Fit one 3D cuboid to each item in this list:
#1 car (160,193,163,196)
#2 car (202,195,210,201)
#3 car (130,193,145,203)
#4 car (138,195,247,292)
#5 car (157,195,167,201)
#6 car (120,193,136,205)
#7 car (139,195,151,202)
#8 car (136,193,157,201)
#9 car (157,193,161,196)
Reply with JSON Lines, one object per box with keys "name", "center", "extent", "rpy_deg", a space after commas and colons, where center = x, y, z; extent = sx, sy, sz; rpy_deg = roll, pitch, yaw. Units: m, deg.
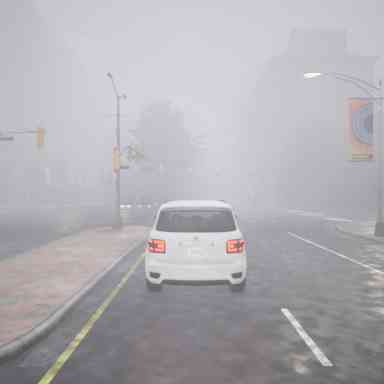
{"name": "car", "center": [-7.783, 1.225, 76.427], "extent": [2.150, 2.045, 5.566], "rpy_deg": [0, 0, 0]}
{"name": "car", "center": [3.756, 1.540, 89.897], "extent": [2.033, 1.411, 5.357], "rpy_deg": [0, 0, 0]}
{"name": "car", "center": [-11.302, 1.225, 69.624], "extent": [2.150, 2.045, 5.566], "rpy_deg": [0, 0, 0]}
{"name": "car", "center": [0.096, 1.221, 9.048], "extent": [2.150, 2.045, 5.566], "rpy_deg": [0, 0, 0]}
{"name": "car", "center": [-7.754, 1.552, 86.243], "extent": [1.994, 1.385, 4.181], "rpy_deg": [0, 0, 0]}
{"name": "car", "center": [-11.399, 1.491, 59.705], "extent": [2.128, 1.511, 4.902], "rpy_deg": [0, 0, 1]}
{"name": "car", "center": [-11.272, 1.525, 80.062], "extent": [2.128, 1.511, 4.902], "rpy_deg": [0, 0, 0]}
{"name": "car", "center": [-7.916, 1.352, 57.926], "extent": [2.097, 1.767, 4.553], "rpy_deg": [0, 0, 0]}
{"name": "car", "center": [-7.834, 1.526, 66.811], "extent": [1.812, 1.442, 4.674], "rpy_deg": [0, 0, 1]}
